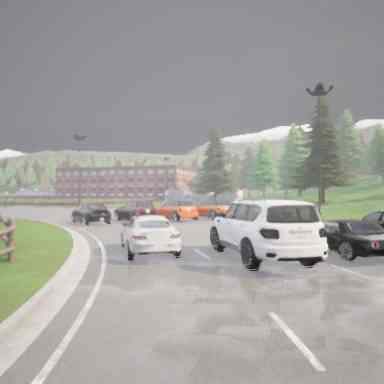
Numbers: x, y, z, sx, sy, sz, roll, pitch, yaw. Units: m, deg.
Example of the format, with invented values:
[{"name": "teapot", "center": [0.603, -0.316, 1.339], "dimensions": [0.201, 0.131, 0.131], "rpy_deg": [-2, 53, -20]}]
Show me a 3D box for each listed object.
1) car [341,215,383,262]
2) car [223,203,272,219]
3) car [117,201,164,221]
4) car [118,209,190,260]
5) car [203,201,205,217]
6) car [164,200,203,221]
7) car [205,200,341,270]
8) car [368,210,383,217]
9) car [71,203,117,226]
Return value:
[{"name": "car", "center": [5.627, 1.653, 12.487], "dimensions": [1.895, 1.301, 4.718], "rpy_deg": [0, 0, -13]}, {"name": "car", "center": [5.086, 1.741, 31.351], "dimensions": [1.895, 1.301, 4.718], "rpy_deg": [0, 0, -33]}, {"name": "car", "center": [-4.507, 1.480, 26.568], "dimensions": [2.097, 1.767, 4.553], "rpy_deg": [0, 0, -35]}, {"name": "car", "center": [-1.648, 1.587, 12.684], "dimensions": [1.812, 1.442, 4.674], "rpy_deg": [0, 0, -15]}, {"name": "car", "center": [1.727, 1.489, 30.058], "dimensions": [2.097, 1.767, 4.553], "rpy_deg": [0, 0, -33]}, {"name": "car", "center": [-1.453, 1.485, 28.278], "dimensions": [2.097, 1.767, 4.553], "rpy_deg": [0, 0, -35]}, {"name": "car", "center": [2.304, 1.274, 11.463], "dimensions": [2.150, 2.045, 5.566], "rpy_deg": [0, 0, -13]}, {"name": "car", "center": [8.789, 1.536, 14.781], "dimensions": [1.882, 1.535, 5.008], "rpy_deg": [0, 0, -13]}, {"name": "car", "center": [-7.616, 1.631, 24.942], "dimensions": [1.837, 1.490, 4.892], "rpy_deg": [0, 0, -35]}]
